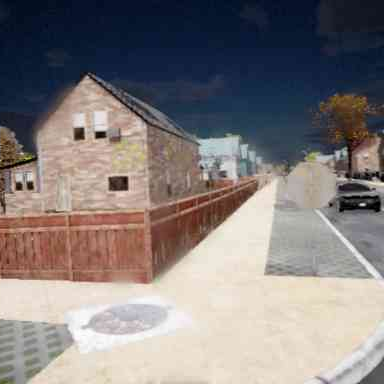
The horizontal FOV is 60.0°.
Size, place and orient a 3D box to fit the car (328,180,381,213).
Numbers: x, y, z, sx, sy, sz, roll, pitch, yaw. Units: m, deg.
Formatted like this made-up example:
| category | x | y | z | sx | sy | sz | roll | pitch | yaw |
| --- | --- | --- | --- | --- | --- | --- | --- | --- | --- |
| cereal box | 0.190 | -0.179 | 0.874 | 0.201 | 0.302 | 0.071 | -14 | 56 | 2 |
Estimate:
| category | x | y | z | sx | sy | sz | roll | pitch | yaw |
| --- | --- | --- | --- | --- | --- | --- | --- | --- | --- |
| car | 8.468 | 0.149 | 17.707 | 1.882 | 1.535 | 5.008 | -2 | 3 | 15 |
